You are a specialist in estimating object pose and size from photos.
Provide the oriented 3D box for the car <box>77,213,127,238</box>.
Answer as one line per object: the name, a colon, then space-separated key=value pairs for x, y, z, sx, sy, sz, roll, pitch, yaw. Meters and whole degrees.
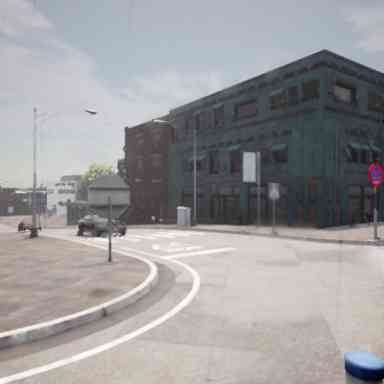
car: x=-5.773 y=2.028 z=20.901 sx=1.812 sy=1.442 sz=4.674 roll=0 pitch=-4 yaw=-37

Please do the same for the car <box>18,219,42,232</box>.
car: x=-18.636 y=3.826 z=38.092 sx=1.812 sy=1.442 sz=4.674 roll=0 pitch=-5 yaw=-36
